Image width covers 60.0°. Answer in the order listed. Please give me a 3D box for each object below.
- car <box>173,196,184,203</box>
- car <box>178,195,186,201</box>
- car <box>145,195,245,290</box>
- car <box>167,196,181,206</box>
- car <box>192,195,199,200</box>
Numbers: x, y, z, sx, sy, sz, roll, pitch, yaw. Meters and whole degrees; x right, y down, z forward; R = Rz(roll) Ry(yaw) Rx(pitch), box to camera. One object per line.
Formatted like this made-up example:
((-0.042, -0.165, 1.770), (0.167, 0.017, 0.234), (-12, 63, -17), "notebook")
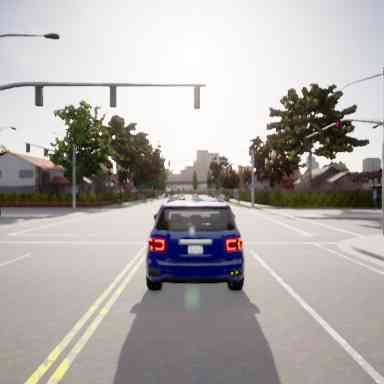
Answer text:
((-2.698, 1.470, 69.574), (2.033, 1.411, 5.357), (0, 0, 0), "car")
((-2.604, 1.436, 84.474), (1.812, 1.442, 4.674), (0, 0, 0), "car")
((0.069, 1.212, 9.161), (2.150, 2.045, 5.566), (0, 0, 0), "car")
((-2.876, 1.422, 53.857), (1.882, 1.535, 5.008), (0, 0, 0), "car")
((0.920, 1.453, 88.251), (1.994, 1.385, 4.181), (0, 0, 0), "car")
